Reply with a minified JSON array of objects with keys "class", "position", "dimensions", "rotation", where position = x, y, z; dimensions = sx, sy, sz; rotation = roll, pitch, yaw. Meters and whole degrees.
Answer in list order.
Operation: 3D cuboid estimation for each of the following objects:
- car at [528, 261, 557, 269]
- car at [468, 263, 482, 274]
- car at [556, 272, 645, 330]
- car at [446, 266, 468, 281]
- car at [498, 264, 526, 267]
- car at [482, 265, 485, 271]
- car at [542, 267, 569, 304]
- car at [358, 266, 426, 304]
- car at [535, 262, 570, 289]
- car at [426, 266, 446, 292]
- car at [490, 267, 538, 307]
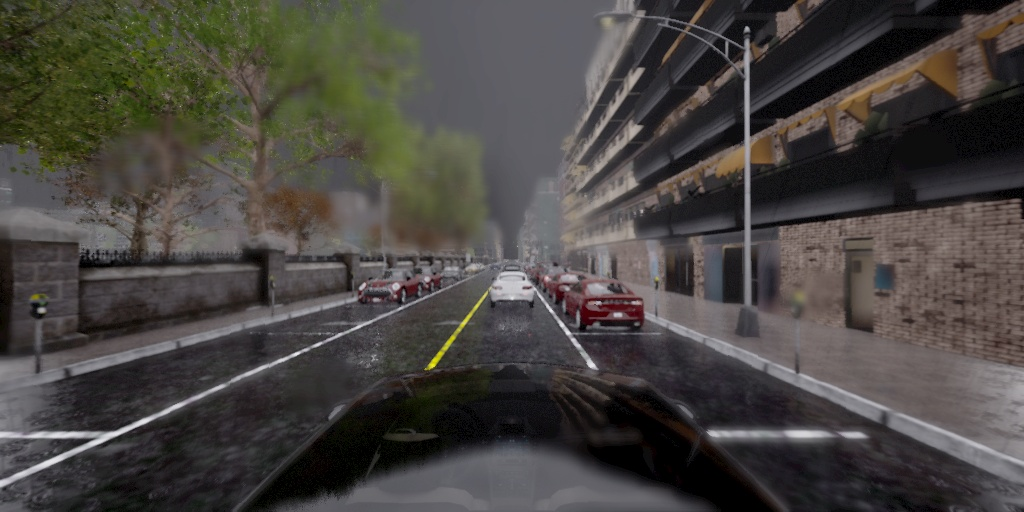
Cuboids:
[{"class":"car","position":[2.716,1.316,28.242],"dimensions":[2.192,1.841,5.009],"rotation":[0,0,0]},{"class":"car","position":[-5.642,1.748,50.600],"dimensions":[1.751,1.417,4.829],"rotation":[0,0,0]},{"class":"car","position":[2.701,1.385,11.353],"dimensions":[1.888,1.381,4.507],"rotation":[0,0,0]},{"class":"car","position":[-5.658,1.606,33.880],"dimensions":[2.007,1.370,4.403],"rotation":[0,0,0]},{"class":"car","position":[0.032,1.537,31.154],"dimensions":[1.837,1.490,4.892],"rotation":[0,0,0]},{"class":"car","position":[-5.636,1.831,56.400],"dimensions":[2.007,1.370,4.403],"rotation":[0,0,0]},{"class":"car","position":[2.706,1.438,16.983],"dimensions":[1.888,1.381,4.507],"rotation":[0,0,0]},{"class":"car","position":[-5.675,1.333,16.991],"dimensions":[1.967,1.591,4.097],"rotation":[0,0,0]},{"class":"car","position":[2.711,1.387,22.612],"dimensions":[1.967,1.591,4.097],"rotation":[0,0,0]},{"class":"car","position":[-5.670,1.387,22.619],"dimensions":[1.967,1.591,4.097],"rotation":[0,0,0]},{"class":"car","position":[0.018,1.412,16.236],"dimensions":[1.812,1.442,4.674],"rotation":[0,0,0]}]
